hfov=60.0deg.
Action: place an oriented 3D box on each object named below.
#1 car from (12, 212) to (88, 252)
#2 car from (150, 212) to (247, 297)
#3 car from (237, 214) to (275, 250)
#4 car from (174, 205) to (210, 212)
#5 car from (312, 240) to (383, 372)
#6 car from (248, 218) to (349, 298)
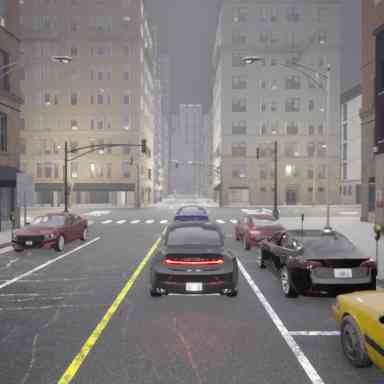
[{"bbox_3d":[-5.719,1.542,13.900,1.887,1.381,4.507,-1,0,0],"label":"car"},{"bbox_3d":[0.045,1.503,8.568,1.837,1.490,4.892,0,0,0],"label":"car"},{"bbox_3d":[2.826,1.579,13.927,1.802,1.307,4.206,-1,0,0],"label":"car"},{"bbox_3d":[-0.017,1.474,18.518,1.882,1.535,5.008,0,0,0],"label":"car"},{"bbox_3d":[2.856,1.525,2.925,1.752,1.417,4.829,-1,0,0],"label":"car"},{"bbox_3d":[2.842,1.564,8.341,1.947,1.339,4.313,-1,0,0],"label":"car"}]
